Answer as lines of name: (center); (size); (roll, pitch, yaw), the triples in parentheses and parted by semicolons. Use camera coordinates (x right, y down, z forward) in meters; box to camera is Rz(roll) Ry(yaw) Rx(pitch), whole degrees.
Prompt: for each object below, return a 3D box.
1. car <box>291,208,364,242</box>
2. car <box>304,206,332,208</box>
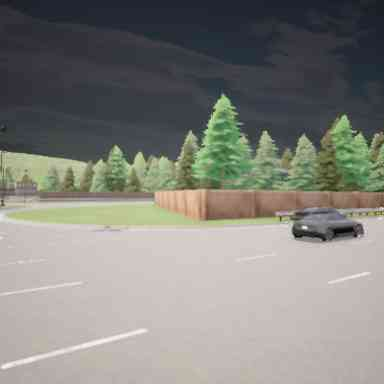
car: (7.145, 1.731, 17.437); (4.181, 1.385, 1.994); (1, 0, -35)
car: (9.034, 1.723, 23.083); (4.892, 1.490, 1.837); (1, -1, -35)
